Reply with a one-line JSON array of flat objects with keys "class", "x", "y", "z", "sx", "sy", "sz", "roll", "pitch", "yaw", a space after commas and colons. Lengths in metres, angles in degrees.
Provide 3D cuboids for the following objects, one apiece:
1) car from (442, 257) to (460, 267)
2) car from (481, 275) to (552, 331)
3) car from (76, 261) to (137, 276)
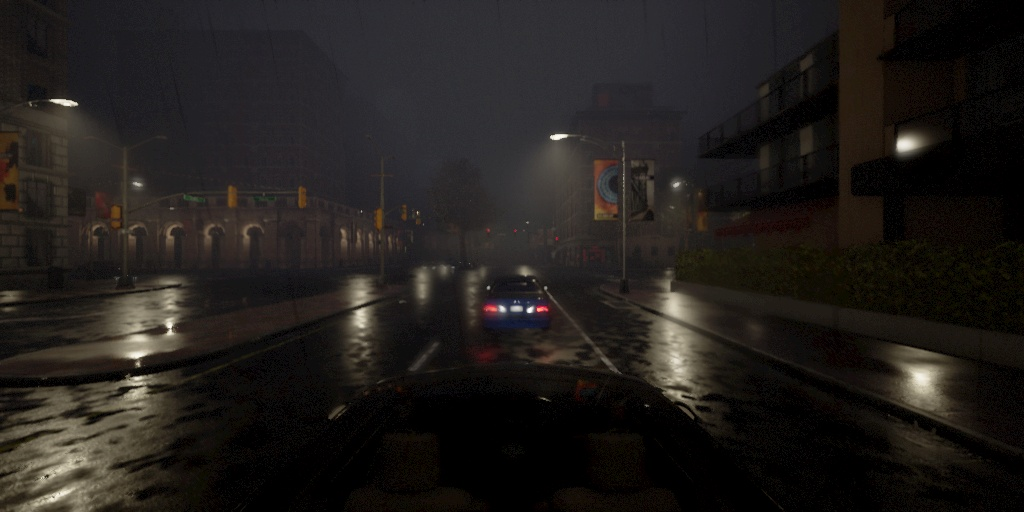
[{"class": "car", "x": -10.953, "y": 1.141, "z": 64.002, "sx": 1.812, "sy": 1.442, "sz": 4.674, "roll": 0, "pitch": 0, "yaw": 1}, {"class": "car", "x": 0.151, "y": 1.278, "z": 10.889, "sx": 2.033, "sy": 1.411, "sz": 5.357, "roll": 0, "pitch": 0, "yaw": 1}, {"class": "car", "x": -39.314, "y": 1.203, "z": 34.750, "sx": 4.674, "sy": 1.442, "sz": 1.812, "roll": 0, "pitch": 0, "yaw": 0}]
